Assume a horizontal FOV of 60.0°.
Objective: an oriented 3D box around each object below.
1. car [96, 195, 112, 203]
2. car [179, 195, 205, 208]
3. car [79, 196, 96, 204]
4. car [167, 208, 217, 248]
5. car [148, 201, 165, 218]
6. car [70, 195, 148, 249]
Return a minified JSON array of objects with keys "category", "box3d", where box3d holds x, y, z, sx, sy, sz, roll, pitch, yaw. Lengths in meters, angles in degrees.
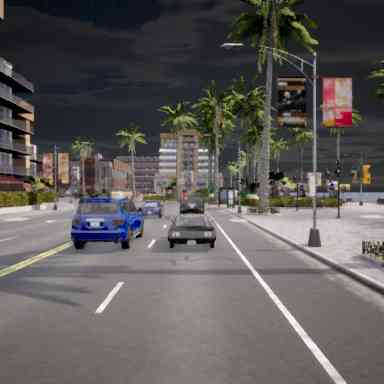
[{"category":"car","box3d":[-18.432,1.471,69.767,1.837,1.490,4.892,0,0,-32]},{"category":"car","box3d":[0.000,1.258,29.680,2.150,2.045,5.566,0,0,0]},{"category":"car","box3d":[-21.223,1.504,67.651,2.128,1.511,4.902,0,0,-32]},{"category":"car","box3d":[0.000,1.616,14.680,1.895,1.301,4.718,0,0,0]},{"category":"car","box3d":[-3.500,1.533,29.650,1.812,1.442,4.674,0,0,0]},{"category":"car","box3d":[-3.500,1.258,14.680,2.150,2.045,5.566,0,0,0]}]
